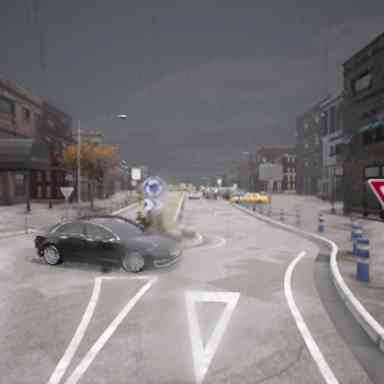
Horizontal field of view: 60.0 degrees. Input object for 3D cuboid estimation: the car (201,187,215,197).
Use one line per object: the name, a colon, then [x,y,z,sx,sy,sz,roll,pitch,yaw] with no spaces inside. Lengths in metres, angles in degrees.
car: [3.141,0.221,69.640,2.128,1.511,4.902,0,1,-1]

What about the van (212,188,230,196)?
van: [7.453,-0.101,85.038,4.442,1.987,1.878,0,1,-1]

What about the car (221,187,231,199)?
car: [8.016,0.418,54.726,5.566,2.045,2.435,0,1,-1]

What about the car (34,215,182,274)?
car: [-2.711,1.534,10.537,4.892,1.490,1.837,1,4,21]

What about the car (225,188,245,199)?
car: [7.992,0.615,51.974,4.553,1.767,2.185,0,1,-1]

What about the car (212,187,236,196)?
car: [7.617,-0.060,79.529,5.566,2.045,2.435,0,1,-1]

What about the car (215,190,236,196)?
car: [7.686,0.270,76.774,4.674,1.452,2.002,0,1,-1]

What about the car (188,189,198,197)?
car: [0.141,0.220,69.598,2.128,1.511,4.902,0,1,-1]

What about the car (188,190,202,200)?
car: [0.331,0.668,59.638,1.895,1.301,4.718,0,1,0]

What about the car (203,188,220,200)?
car: [3.337,0.590,58.926,1.837,1.490,4.892,0,1,0]

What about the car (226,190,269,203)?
car: [7.914,0.891,46.465,5.366,1.575,1.946,0,2,-1]

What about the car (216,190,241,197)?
car: [7.765,0.318,71.263,5.008,1.535,2.097,0,1,-1]

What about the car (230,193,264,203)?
car: [8.065,0.856,49.225,4.674,1.452,2.002,0,2,-1]
